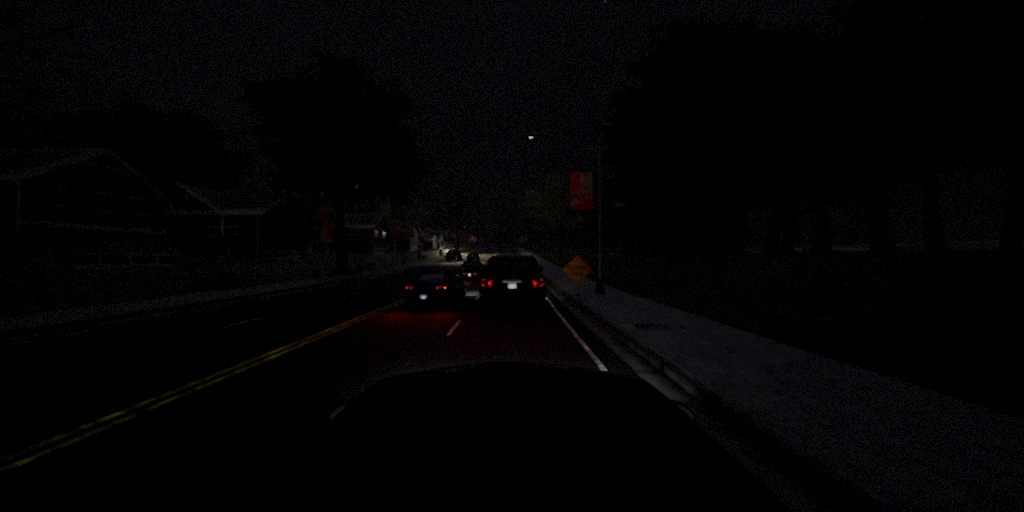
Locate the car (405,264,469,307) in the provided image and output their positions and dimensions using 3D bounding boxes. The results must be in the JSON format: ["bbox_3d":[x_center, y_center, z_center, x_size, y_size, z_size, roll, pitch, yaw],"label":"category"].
[{"bbox_3d":[-3.193,1.281,15.337,1.812,1.442,4.674,0,1,1],"label":"car"}]

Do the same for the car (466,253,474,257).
[{"bbox_3d":[-6.531,0.224,60.268,1.837,1.490,4.892,0,2,1],"label":"car"}]

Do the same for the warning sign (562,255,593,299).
[{"bbox_3d":[2.855,0.872,15.605,1.300,1.860,1.060,0,0,0],"label":"warning sign"}]

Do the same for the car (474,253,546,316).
[{"bbox_3d":[0.035,0.984,13.486,2.150,2.045,5.566,0,0,1],"label":"car"}]

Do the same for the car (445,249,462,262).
[{"bbox_3d":[-9.774,-0.052,60.035,2.150,2.045,5.566,0,2,1],"label":"car"}]

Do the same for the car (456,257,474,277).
[{"bbox_3d":[-3.197,1.109,29.572,1.837,1.490,4.892,0,1,1],"label":"car"}]
